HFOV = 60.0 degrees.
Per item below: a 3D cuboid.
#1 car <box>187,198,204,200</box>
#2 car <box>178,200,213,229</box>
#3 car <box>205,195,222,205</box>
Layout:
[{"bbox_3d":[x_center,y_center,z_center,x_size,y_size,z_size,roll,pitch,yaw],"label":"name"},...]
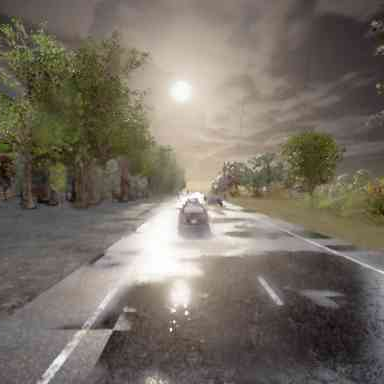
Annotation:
[{"bbox_3d":[0.089,1.419,40.298,2.033,1.411,5.357,0,0,0],"label":"car"},{"bbox_3d":[0.094,1.459,20.710,1.812,1.442,4.674,0,0,0],"label":"car"},{"bbox_3d":[3.589,1.185,52.843,2.097,1.767,4.553,0,0,0],"label":"car"}]
